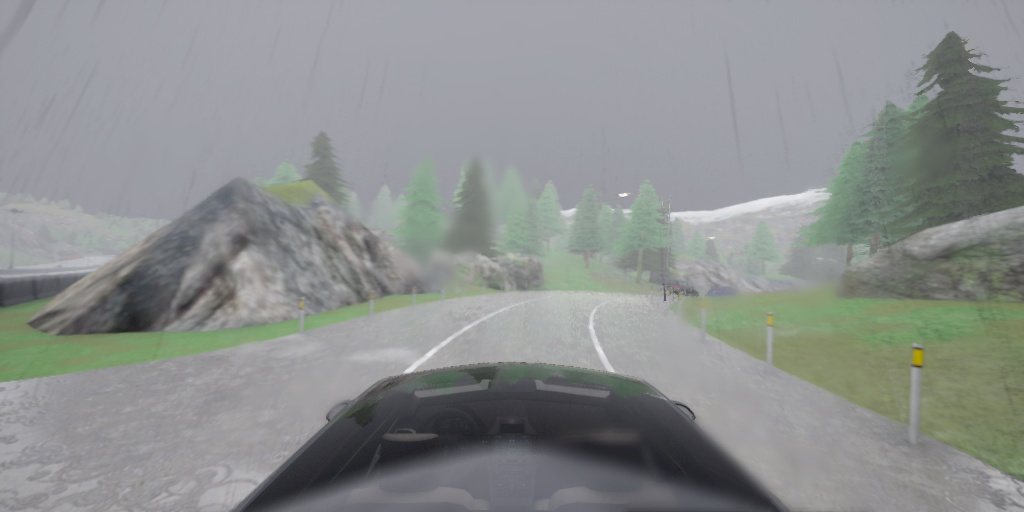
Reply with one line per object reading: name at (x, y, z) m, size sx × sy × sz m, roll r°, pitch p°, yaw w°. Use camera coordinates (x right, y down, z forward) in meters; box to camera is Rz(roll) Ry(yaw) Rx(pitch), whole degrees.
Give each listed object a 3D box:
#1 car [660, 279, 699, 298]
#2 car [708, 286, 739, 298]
car at (19.378, 3.855, 41.373) m, size 5.566 × 2.045 × 2.150 m, roll 8°, pitch -4°, yaw -36°
car at (28.228, 5.119, 47.072) m, size 5.566 × 2.045 × 2.150 m, roll 8°, pitch -3°, yaw -27°
